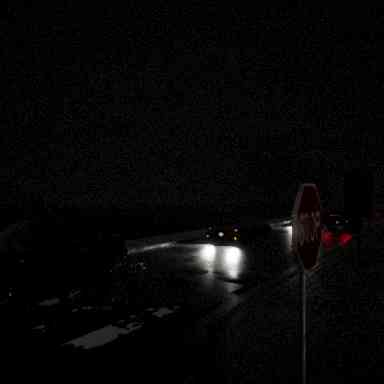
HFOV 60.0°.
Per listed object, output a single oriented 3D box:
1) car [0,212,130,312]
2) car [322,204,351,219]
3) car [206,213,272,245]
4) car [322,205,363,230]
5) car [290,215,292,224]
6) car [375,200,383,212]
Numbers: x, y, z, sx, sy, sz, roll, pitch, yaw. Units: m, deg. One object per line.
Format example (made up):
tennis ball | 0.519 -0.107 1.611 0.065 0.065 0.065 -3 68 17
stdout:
car | -3.712 1.437 8.047 2.097 1.767 4.553 -1 -1 35
car | 15.463 2.031 35.413 1.994 1.385 4.181 -1 -1 35
car | 2.460 1.777 16.866 1.994 1.385 4.181 -1 -1 35
car | 10.985 1.806 23.911 2.128 1.511 4.902 -1 -1 35
car | 9.476 1.859 26.892 1.837 1.490 4.892 -1 -1 35
car | 27.818 1.987 47.989 2.097 1.767 4.553 -1 -1 35
